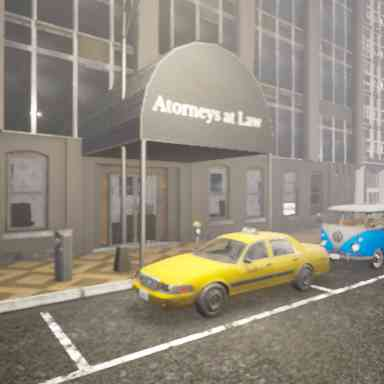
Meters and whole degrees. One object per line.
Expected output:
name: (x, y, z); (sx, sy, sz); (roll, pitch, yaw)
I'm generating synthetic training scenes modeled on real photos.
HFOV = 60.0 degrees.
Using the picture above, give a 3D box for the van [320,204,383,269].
van: (5.771, 1.291, 10.664); (3.998, 1.788, 1.690); (0, 1, -35)

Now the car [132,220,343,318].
car: (1.101, 1.502, 7.347); (4.829, 1.417, 1.752); (0, 1, -35)
